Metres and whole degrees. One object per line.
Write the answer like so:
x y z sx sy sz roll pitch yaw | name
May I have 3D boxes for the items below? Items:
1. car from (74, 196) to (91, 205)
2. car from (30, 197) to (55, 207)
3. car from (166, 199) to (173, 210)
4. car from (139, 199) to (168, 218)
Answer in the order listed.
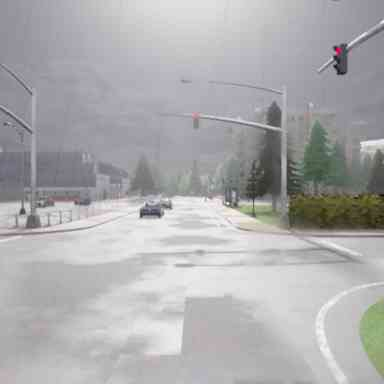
-17.424 1.351 53.040 1.845 1.501 3.633 0 0 0 | car
-20.481 1.365 45.651 1.970 1.475 3.806 0 0 0 | car
-3.561 1.545 42.863 1.994 1.385 4.181 0 0 0 | car
-3.581 1.588 30.276 1.895 1.301 4.718 0 0 0 | car
